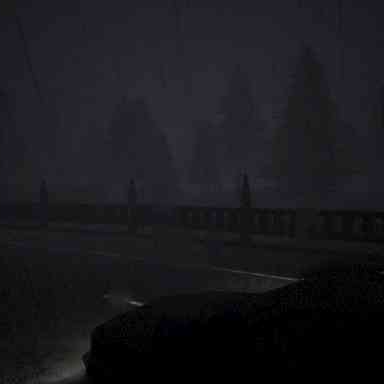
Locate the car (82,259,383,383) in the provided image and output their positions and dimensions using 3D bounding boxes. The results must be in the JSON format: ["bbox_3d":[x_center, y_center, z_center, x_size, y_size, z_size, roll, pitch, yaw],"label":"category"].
[{"bbox_3d":[1.419,1.537,2.870,5.357,1.411,2.033,0,0,35],"label":"car"}]

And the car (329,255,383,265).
[{"bbox_3d":[4.177,1.484,5.124,4.892,1.490,1.837,0,0,36],"label":"car"}]
